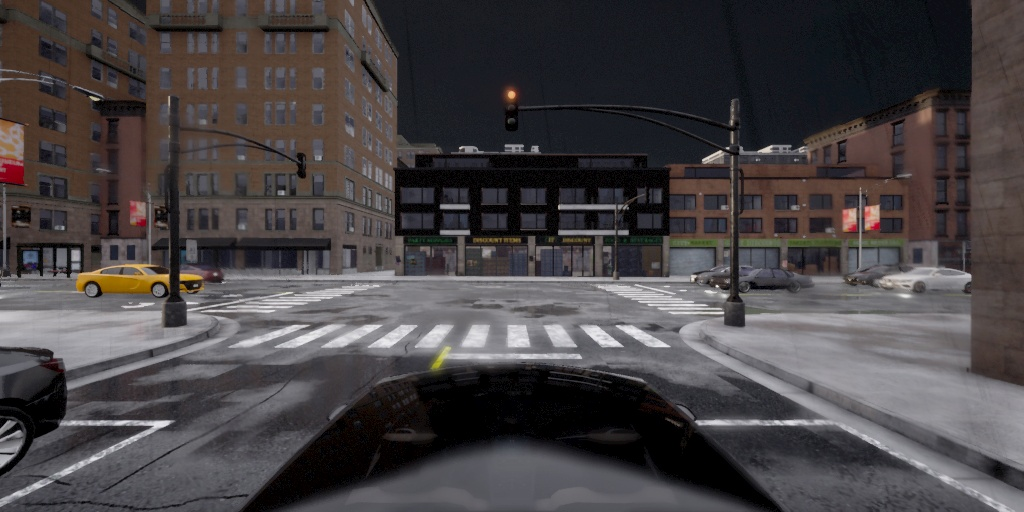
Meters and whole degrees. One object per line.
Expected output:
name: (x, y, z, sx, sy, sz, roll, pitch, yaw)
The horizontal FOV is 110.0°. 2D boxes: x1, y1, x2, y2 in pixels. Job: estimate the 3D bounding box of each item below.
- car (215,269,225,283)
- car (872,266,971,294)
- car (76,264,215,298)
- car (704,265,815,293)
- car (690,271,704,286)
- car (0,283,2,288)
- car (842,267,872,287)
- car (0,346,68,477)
car: (-21.828, 1.216, 24.009, 4.181, 1.385, 1.994, 0, 0, 0)
car: (24.465, 1.409, 20.999, 4.674, 1.442, 1.812, 0, 0, 0)
car: (-17.789, 1.149, 17.328, 5.008, 1.535, 1.882, 0, 0, 0)
car: (14.570, 1.378, 20.969, 5.357, 1.411, 2.033, 0, 0, -3)
car: (14.649, 1.323, 24.199, 4.902, 1.511, 2.128, 0, 0, 0)
car: (-27.855, 1.150, 17.277, 4.674, 1.442, 1.812, 0, 0, 0)
car: (25.274, 1.392, 24.252, 4.892, 1.490, 1.837, 0, 0, 0)
car: (-5.387, 1.316, 1.844, 1.948, 1.339, 4.313, 0, 0, 0)
